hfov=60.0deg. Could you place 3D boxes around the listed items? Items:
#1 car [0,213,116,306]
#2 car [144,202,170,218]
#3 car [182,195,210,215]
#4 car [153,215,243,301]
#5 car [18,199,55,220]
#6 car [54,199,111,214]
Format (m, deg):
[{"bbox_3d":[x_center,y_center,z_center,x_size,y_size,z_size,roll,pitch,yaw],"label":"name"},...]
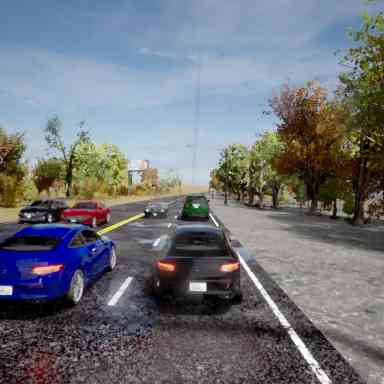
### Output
[{"bbox_3d":[-3.092,1.453,7.777,1.812,1.442,4.674,2,0,0],"label":"car"},{"bbox_3d":[-2.927,1.522,28.858,1.895,1.301,4.718,2,0,1],"label":"car"},{"bbox_3d":[0.319,1.224,28.066,2.150,2.045,5.566,1,0,0],"label":"car"},{"bbox_3d":[0.156,1.531,8.240,1.812,1.442,4.674,0,0,1],"label":"car"},{"bbox_3d":[-9.685,1.224,22.218,1.837,1.490,4.892,2,0,0],"label":"car"},{"bbox_3d":[-6.448,1.296,20.672,1.882,1.535,5.008,2,0,0],"label":"car"}]
